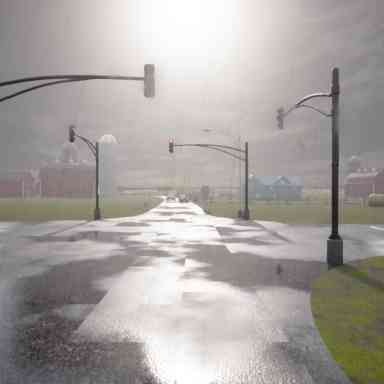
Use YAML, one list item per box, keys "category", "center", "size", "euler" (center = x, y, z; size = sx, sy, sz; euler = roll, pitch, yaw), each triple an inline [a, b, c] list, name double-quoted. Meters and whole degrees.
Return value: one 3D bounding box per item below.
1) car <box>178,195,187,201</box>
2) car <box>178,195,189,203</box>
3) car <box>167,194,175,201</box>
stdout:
- category: "car"
  center: [-2.297, 1.463, 79.874]
  size: [1.837, 1.490, 4.892]
  euler: [0, 0, -4]
- category: "car"
  center: [-1.690, 1.624, 69.889]
  size: [1.895, 1.301, 4.718]
  euler: [0, 0, -3]
- category: "car"
  center: [-4.676, 1.182, 73.890]
  size: [1.812, 1.442, 4.674]
  euler: [0, 0, -3]
